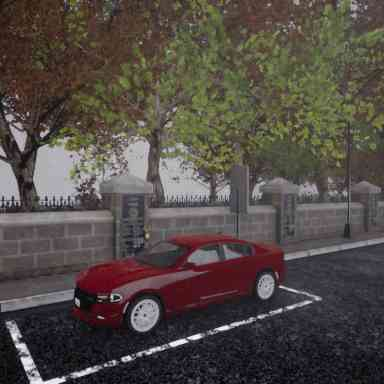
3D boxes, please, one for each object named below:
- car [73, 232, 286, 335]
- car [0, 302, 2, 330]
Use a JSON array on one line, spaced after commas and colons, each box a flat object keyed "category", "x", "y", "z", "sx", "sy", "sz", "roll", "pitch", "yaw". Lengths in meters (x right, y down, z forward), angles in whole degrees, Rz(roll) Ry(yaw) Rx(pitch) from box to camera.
[{"category": "car", "x": -0.027, "y": 1.545, "z": 6.702, "sx": 4.507, "sy": 1.381, "sz": 1.887, "roll": 0, "pitch": 0, "yaw": -36}, {"category": "car", "x": -4.504, "y": 1.551, "z": 3.439, "sx": 4.403, "sy": 1.369, "sz": 2.008, "roll": 0, "pitch": 0, "yaw": -36}]
